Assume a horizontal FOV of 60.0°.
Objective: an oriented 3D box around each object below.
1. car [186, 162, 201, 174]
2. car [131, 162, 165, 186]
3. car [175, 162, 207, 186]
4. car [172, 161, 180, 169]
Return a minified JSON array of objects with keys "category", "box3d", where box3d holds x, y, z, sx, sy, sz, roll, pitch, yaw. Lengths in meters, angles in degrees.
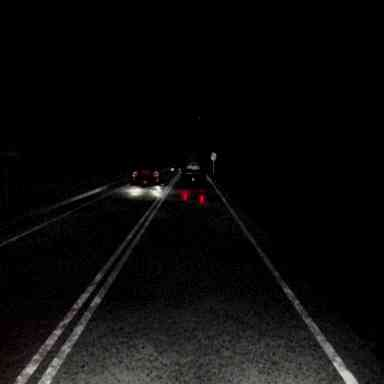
[{"category":"car","box3d":[0.150,-3.109,42.820,1.812,1.442,4.674,0,6,0]},{"category":"car","box3d":[-3.336,-1.495,25.841,2.097,1.767,4.553,0,6,0]},{"category":"car","box3d":[0.102,-1.331,25.617,2.128,1.511,4.902,0,6,0]},{"category":"car","box3d":[-3.086,-5.581,67.726,1.882,1.535,5.008,0,6,0]}]
